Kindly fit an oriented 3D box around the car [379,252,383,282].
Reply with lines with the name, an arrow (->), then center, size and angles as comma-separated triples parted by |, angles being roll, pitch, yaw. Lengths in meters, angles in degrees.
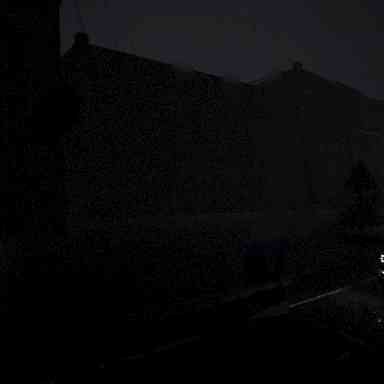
car -> 6.495, 1.508, 8.370 | 4.892, 1.490, 1.837 | 0, 0, -38
